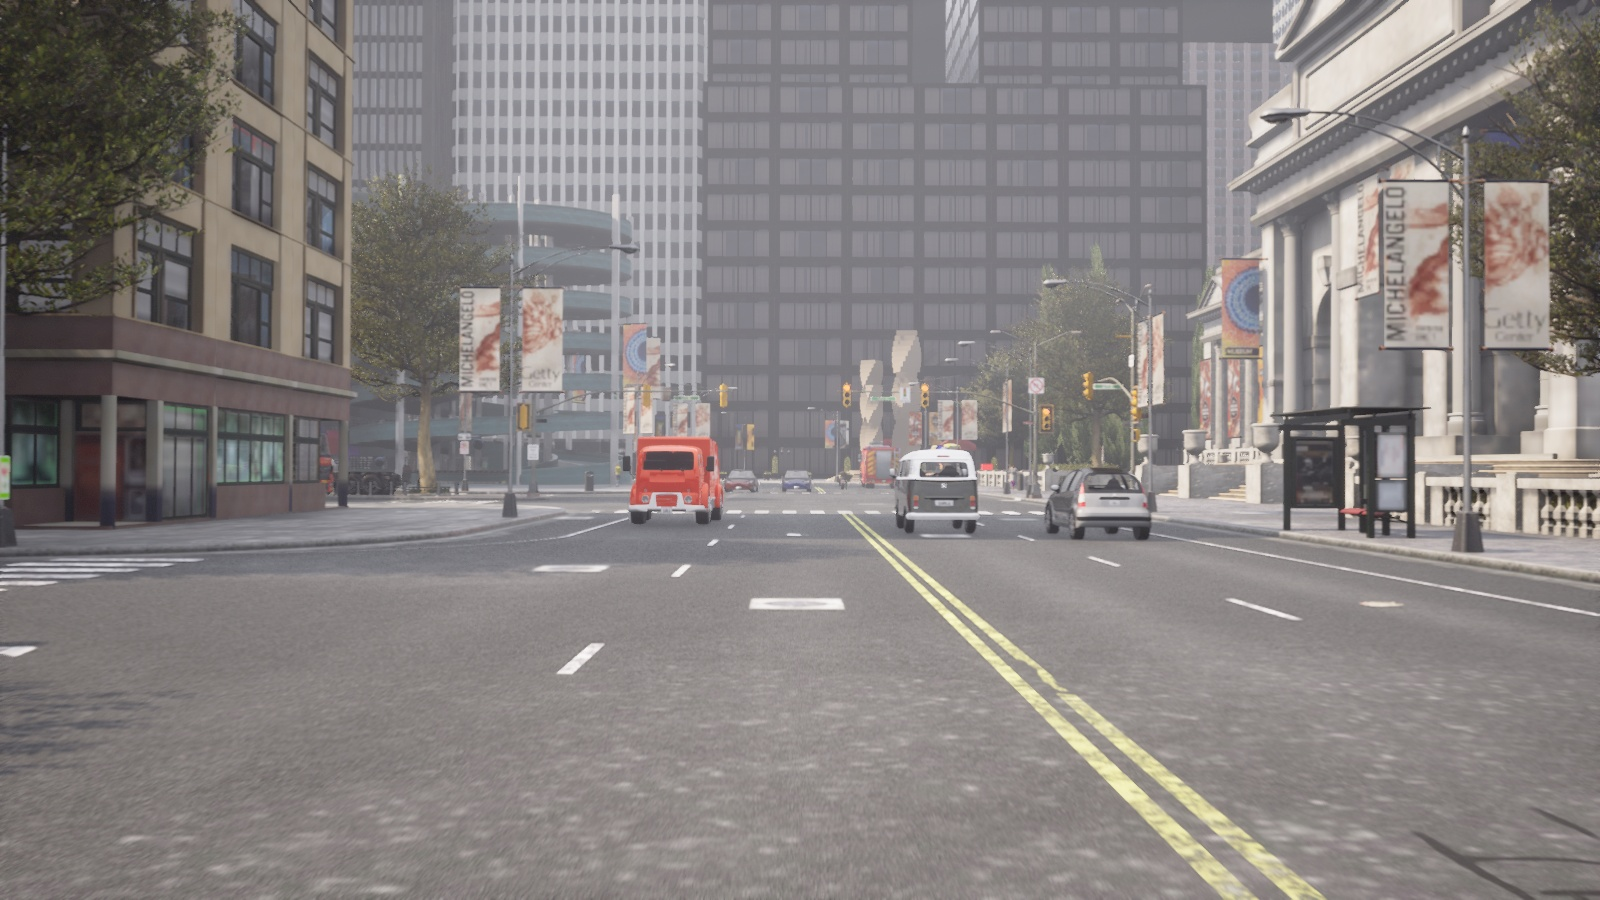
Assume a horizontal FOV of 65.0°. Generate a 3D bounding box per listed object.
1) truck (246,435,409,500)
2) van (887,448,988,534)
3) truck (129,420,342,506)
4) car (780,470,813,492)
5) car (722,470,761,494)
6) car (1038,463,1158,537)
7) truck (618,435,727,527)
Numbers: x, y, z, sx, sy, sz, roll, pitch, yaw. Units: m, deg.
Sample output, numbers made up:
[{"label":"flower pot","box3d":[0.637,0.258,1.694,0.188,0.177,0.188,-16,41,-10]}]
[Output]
[{"label":"truck","box3d":[-25.944,0.966,69.215,7.936,3.462,2.891,0,-1,0]},{"label":"van","box3d":[3.421,1.000,32.008,2.069,2.038,4.480,0,-1,0]},{"label":"truck","box3d":[-25.832,0.612,57.766,8.468,3.827,2.891,0,-1,0]},{"label":"car","box3d":[-0.205,2.083,85.043,2.163,1.488,4.792,0,-1,0]},{"label":"car","box3d":[-3.788,2.051,81.934,2.163,1.488,4.792,0,-1,2]},{"label":"car","box3d":[6.928,1.125,29.614,1.851,1.617,3.988,0,-1,0]},{"label":"truck","box3d":[-3.590,0.886,36.388,2.627,2.467,5.204,0,-1,0]}]
